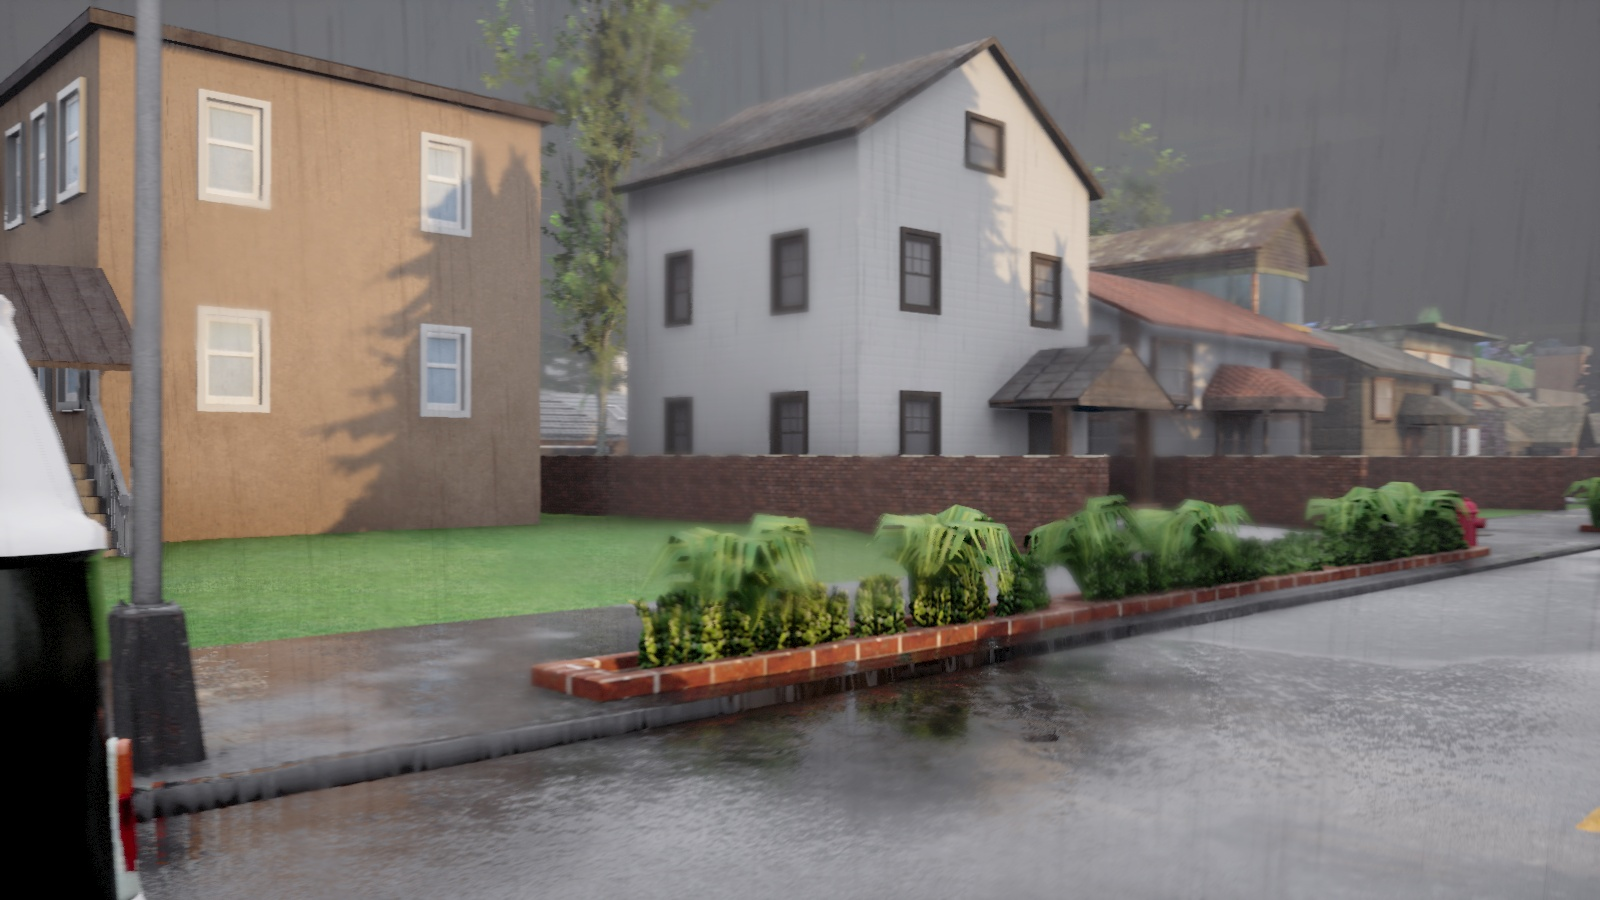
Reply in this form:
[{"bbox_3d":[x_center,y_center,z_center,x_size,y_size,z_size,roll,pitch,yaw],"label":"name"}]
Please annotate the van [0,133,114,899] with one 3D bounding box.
[{"bbox_3d":[-3.621,0.487,1.766,4.480,2.038,2.069,0,1,-34],"label":"van"}]
